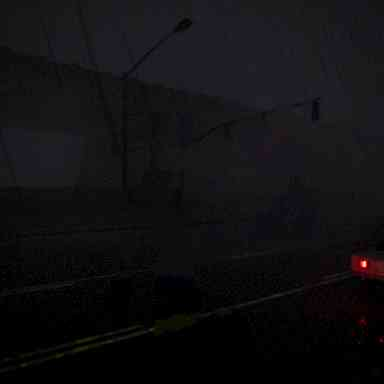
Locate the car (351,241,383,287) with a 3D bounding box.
[{"bbox_3d":[5.950,1.600,8.024,4.718,1.301,1.895,0,0,-35],"label":"car"}]

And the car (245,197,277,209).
[{"bbox_3d":[8.466,1.296,43.411,4.536,1.218,1.853,0,0,-7],"label":"car"}]

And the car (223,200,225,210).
[{"bbox_3d":[0.865,1.455,36.970,4.974,1.542,2.038,0,0,8],"label":"car"}]

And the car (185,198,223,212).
[{"bbox_3d":[0.814,1.298,36.977,4.536,1.218,1.853,0,0,8],"label":"car"}]

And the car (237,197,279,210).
[{"bbox_3d":[8.518,1.453,43.418,4.974,1.542,2.038,0,0,-7],"label":"car"}]

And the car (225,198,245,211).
[{"bbox_3d":[4.609,1.454,39.656,2.038,1.542,4.974,0,0,18],"label":"car"}]

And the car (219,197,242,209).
[{"bbox_3d":[4.625,1.297,39.706,1.853,1.218,4.536,0,0,18],"label":"car"}]
